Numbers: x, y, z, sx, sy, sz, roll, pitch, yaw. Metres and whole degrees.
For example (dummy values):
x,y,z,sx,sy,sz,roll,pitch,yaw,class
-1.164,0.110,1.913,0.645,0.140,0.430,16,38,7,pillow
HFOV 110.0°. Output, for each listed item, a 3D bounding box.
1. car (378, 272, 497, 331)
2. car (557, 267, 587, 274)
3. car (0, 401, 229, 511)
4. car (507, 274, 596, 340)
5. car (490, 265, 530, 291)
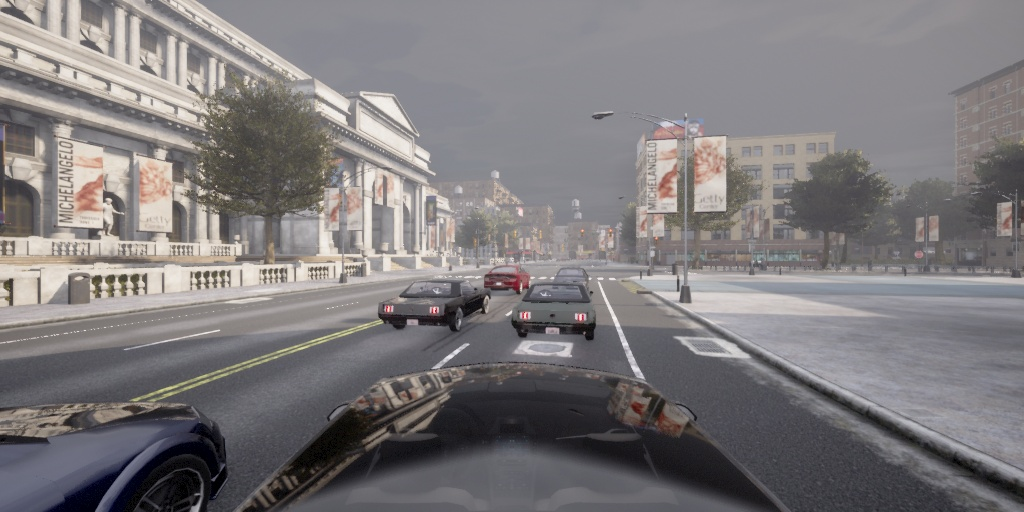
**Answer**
x,y,z,sx,sy,sz,roll,pitch,yaw,class
-2.029,1.351,11.027,1.895,1.301,4.718,0,0,11,car
3.242,1.297,19.372,2.033,1.411,5.357,0,0,12,car
-3.158,1.314,1.037,1.994,1.385,4.181,0,0,-2,car
1.316,1.351,10.020,1.895,1.301,4.718,0,0,11,car
-0.152,1.228,20.180,1.882,1.535,5.008,0,0,12,car
